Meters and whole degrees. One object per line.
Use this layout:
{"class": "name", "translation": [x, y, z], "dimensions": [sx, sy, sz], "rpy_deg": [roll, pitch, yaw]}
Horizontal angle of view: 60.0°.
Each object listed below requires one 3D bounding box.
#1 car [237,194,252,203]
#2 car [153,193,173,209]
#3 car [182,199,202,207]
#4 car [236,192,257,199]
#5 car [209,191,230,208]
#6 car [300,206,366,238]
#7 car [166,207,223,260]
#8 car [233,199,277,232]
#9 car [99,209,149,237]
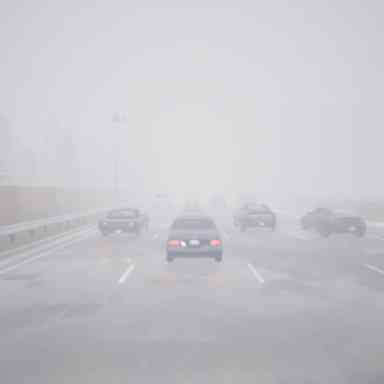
{"class": "car", "translation": [10.153, 1.214, 64.966], "dimensions": [2.128, 1.511, 4.902], "rpy_deg": [0, 0, -1]}
{"class": "car", "translation": [-3.621, 1.073, 42.008], "dimensions": [2.150, 2.045, 5.566], "rpy_deg": [0, 1, 0]}
{"class": "car", "translation": [-0.003, 1.422, 32.419], "dimensions": [2.033, 1.411, 5.357], "rpy_deg": [0, 0, 0]}
{"class": "car", "translation": [6.872, 1.039, 42.425], "dimensions": [2.150, 2.045, 5.566], "rpy_deg": [0, 1, 0]}
{"class": "car", "translation": [3.372, 1.170, 44.062], "dimensions": [2.097, 1.767, 4.553], "rpy_deg": [0, 0, 0]}
{"class": "car", "translation": [7.054, 1.437, 16.961], "dimensions": [1.812, 1.442, 4.674], "rpy_deg": [0, 0, 0]}
{"class": "car", "translation": [0.068, 1.500, 12.125], "dimensions": [2.033, 1.411, 5.357], "rpy_deg": [0, 0, 0]}
{"class": "car", "translation": [3.546, 1.404, 19.392], "dimensions": [2.128, 1.511, 4.902], "rpy_deg": [0, 0, 0]}
{"class": "car", "translation": [-3.448, 1.542, 17.785], "dimensions": [1.895, 1.301, 4.718], "rpy_deg": [0, 0, 0]}
